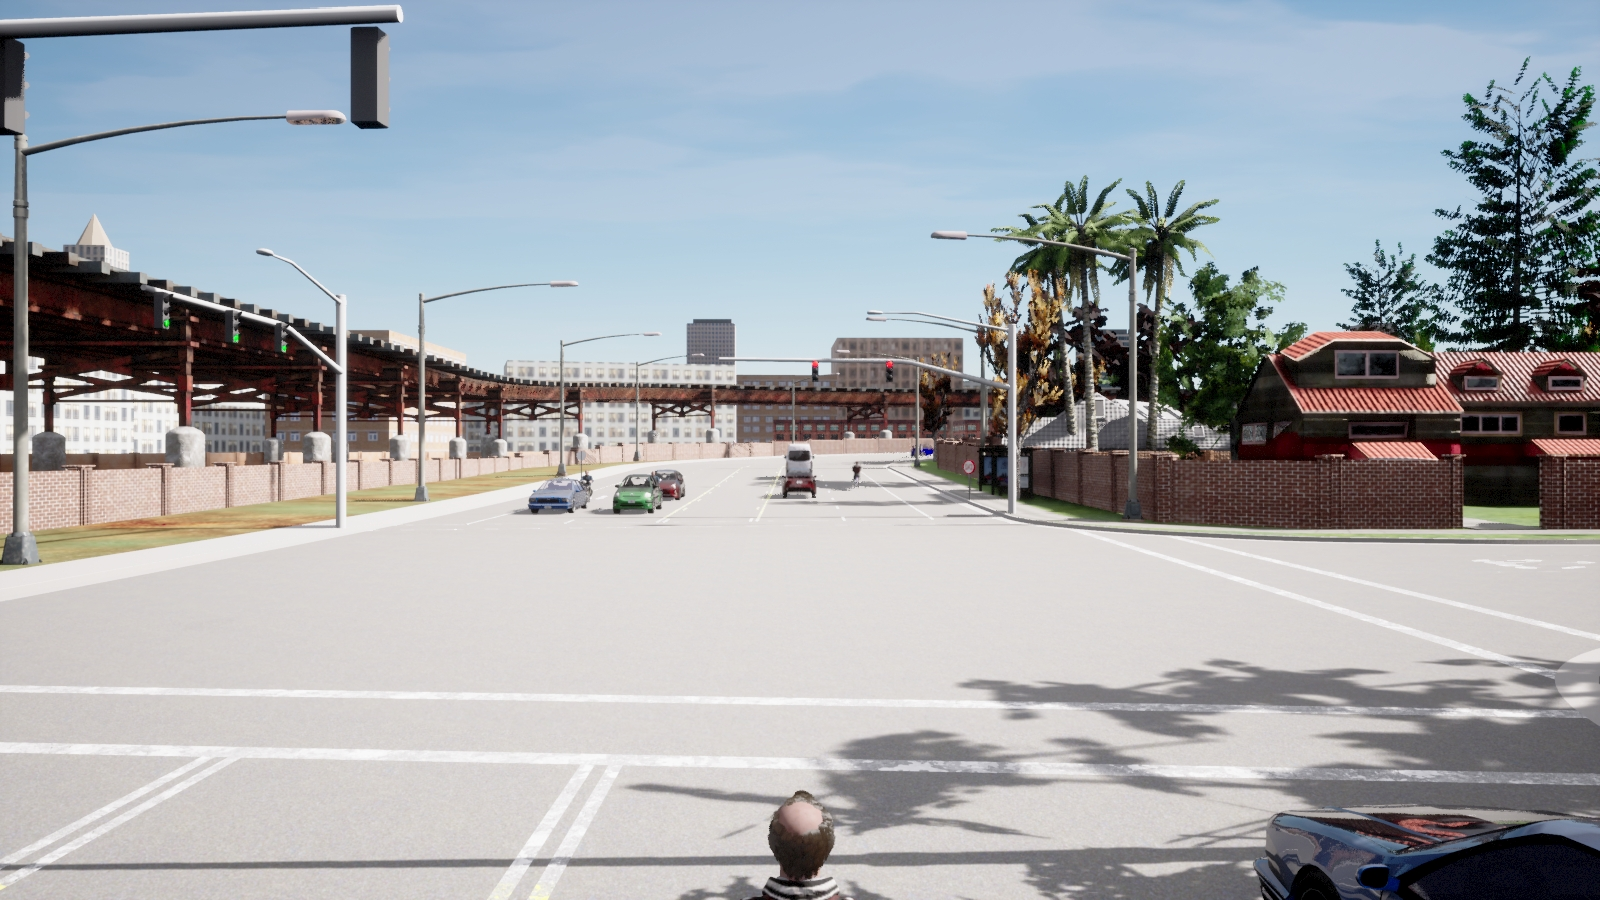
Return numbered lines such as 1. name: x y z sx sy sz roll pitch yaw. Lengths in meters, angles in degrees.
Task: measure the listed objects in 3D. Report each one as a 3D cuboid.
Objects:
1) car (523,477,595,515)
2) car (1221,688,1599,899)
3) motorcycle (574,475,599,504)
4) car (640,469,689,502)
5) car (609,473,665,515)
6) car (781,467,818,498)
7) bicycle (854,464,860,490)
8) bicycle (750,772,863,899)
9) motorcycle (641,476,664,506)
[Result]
1. car: -10.533 1.979 50.381 2.033 1.411 5.357 0 1 0
2. car: 3.467 2.106 4.038 2.033 1.411 5.357 0 0 1
3. motorcycle: -10.476 1.934 56.002 0.856 1.341 1.805 0 1 1
4. car: -7.040 1.800 59.633 2.007 1.525 4.514 0 1 0
5. car: -7.031 1.877 49.699 1.851 1.617 3.988 0 1 0
6. car: -0.037 1.761 62.671 2.007 1.525 4.514 0 1 0
7. bicycle: 3.472 1.654 69.646 0.329 1.496 1.835 0 1 0
8. bicycle: 0.019 2.048 3.681 0.329 1.496 1.835 0 0 0
9. motorcycle: -7.053 1.947 54.746 0.856 1.341 1.805 0 1 0
